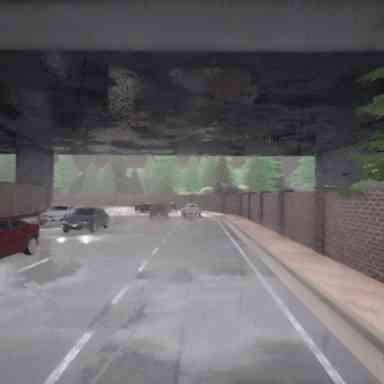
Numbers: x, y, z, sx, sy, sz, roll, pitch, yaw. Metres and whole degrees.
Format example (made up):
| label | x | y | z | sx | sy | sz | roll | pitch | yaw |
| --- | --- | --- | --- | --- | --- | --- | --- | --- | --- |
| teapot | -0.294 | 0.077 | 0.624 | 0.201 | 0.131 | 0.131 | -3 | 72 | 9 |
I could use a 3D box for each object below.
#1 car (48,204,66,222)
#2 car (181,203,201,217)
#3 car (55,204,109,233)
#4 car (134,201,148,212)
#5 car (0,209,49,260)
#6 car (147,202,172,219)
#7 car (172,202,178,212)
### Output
| label | x | y | z | sx | sy | sz | roll | pitch | yaw |
| --- | --- | --- | --- | --- | --- | --- | --- | --- | --- |
| car | -9.955 | 1.671 | 25.626 | 1.812 | 1.442 | 4.674 | 1 | -1 | 1 |
| car | -0.148 | 1.984 | 36.866 | 1.812 | 1.442 | 4.674 | 1 | -1 | -9 |
| car | -6.692 | 1.711 | 21.425 | 1.837 | 1.490 | 4.892 | 1 | -1 | 1 |
| car | -6.694 | 2.043 | 46.495 | 1.812 | 1.442 | 4.674 | 1 | -1 | -26 |
| car | -6.894 | 1.552 | 10.989 | 1.882 | 1.535 | 5.008 | 1 | -1 | 1 |
| car | -3.285 | 1.900 | 33.960 | 1.837 | 1.490 | 4.892 | 1 | 0 | -5 |
| car | -3.528 | 2.087 | 47.652 | 1.812 | 1.442 | 4.674 | 1 | -1 | -25 |
